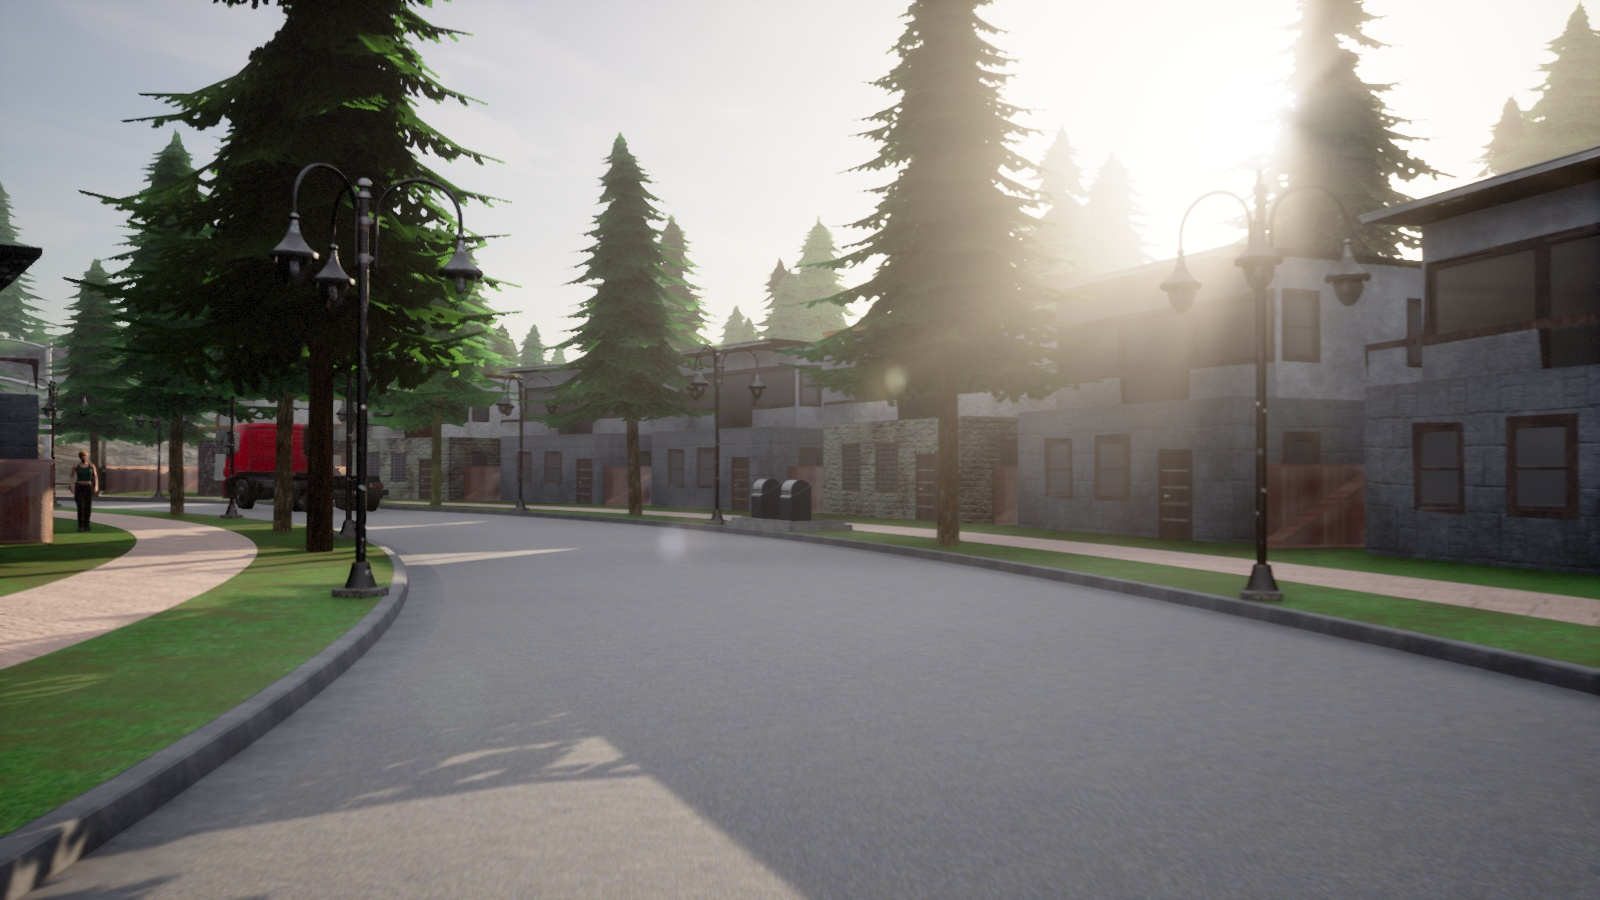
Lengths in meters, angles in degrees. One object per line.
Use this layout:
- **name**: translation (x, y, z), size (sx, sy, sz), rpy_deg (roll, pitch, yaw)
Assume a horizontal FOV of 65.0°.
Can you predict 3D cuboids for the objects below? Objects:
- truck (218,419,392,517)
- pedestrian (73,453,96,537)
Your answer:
- **truck**: translation (-19.069, 0.721, 48.113), size (7.936, 3.462, 2.891), rpy_deg (-1, -1, 41)
- **pedestrian**: translation (-15.845, 0.999, 27.810), size (0.345, 1.836, 0.594), rpy_deg (0, -1, -38)
